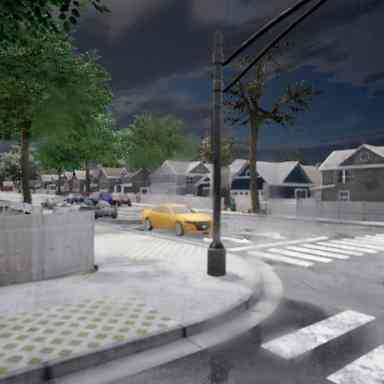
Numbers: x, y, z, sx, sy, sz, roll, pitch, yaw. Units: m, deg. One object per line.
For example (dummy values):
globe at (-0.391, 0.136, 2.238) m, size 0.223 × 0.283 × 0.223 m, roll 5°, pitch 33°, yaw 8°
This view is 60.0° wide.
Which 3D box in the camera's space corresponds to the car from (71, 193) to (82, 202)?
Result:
car at (-18.933, 0.984, 53.488) m, size 2.097 × 1.767 × 4.553 m, roll 1°, pitch 0°, yaw -37°

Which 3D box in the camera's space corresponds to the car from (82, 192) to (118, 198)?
car at (-12.524, 1.005, 44.928) m, size 2.150 × 2.045 × 5.566 m, roll 1°, pitch 0°, yaw -36°

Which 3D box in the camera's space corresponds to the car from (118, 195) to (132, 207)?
car at (-10.489, 1.152, 47.641) m, size 2.097 × 1.767 × 4.553 m, roll 1°, pitch 0°, yaw -38°

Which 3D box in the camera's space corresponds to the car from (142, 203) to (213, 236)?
car at (-0.892, 1.412, 18.079) m, size 1.882 × 1.535 × 5.008 m, roll 1°, pitch 0°, yaw -37°

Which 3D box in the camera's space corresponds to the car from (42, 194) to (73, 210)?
car at (-15.868, 1.258, 38.315) m, size 2.128 × 1.511 × 4.902 m, roll 1°, pitch 0°, yaw -36°

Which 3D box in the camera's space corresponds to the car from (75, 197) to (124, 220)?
car at (-7.709, 1.417, 27.273) m, size 1.837 × 1.490 × 4.892 m, roll 1°, pitch 0°, yaw -36°

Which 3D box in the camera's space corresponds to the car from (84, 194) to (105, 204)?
car at (-16.343, 1.167, 55.449) m, size 1.837 × 1.490 × 4.892 m, roll 1°, pitch 0°, yaw -37°
